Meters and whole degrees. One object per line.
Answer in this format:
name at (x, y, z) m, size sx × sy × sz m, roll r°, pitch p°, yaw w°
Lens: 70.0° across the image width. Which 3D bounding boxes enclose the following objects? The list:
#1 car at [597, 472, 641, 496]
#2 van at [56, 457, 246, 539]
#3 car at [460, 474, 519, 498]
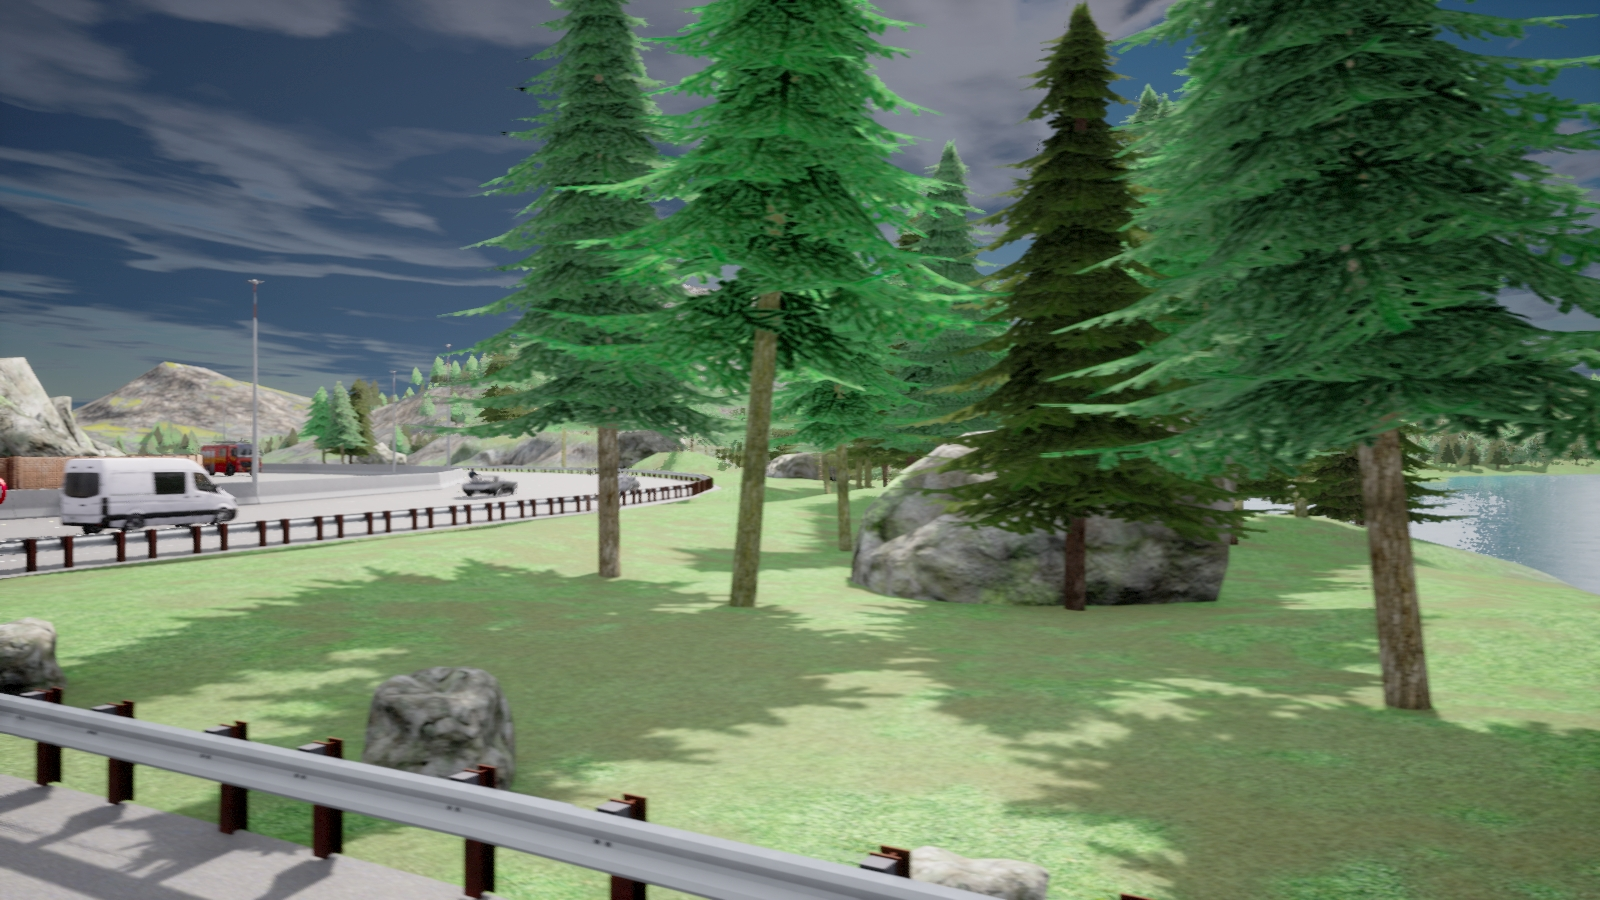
car at (-11.505, 2.140, 72.850) m, size 1.994 × 1.385 × 4.181 m, roll 0°, pitch 0°, yaw 3°
van at (-22.247, 1.556, 39.516) m, size 1.988 × 2.561 × 5.915 m, roll 0°, pitch 0°, yaw 18°
car at (-18.719, 2.180, 69.175) m, size 1.895 × 1.301 × 4.718 m, roll 0°, pitch 0°, yaw 6°
